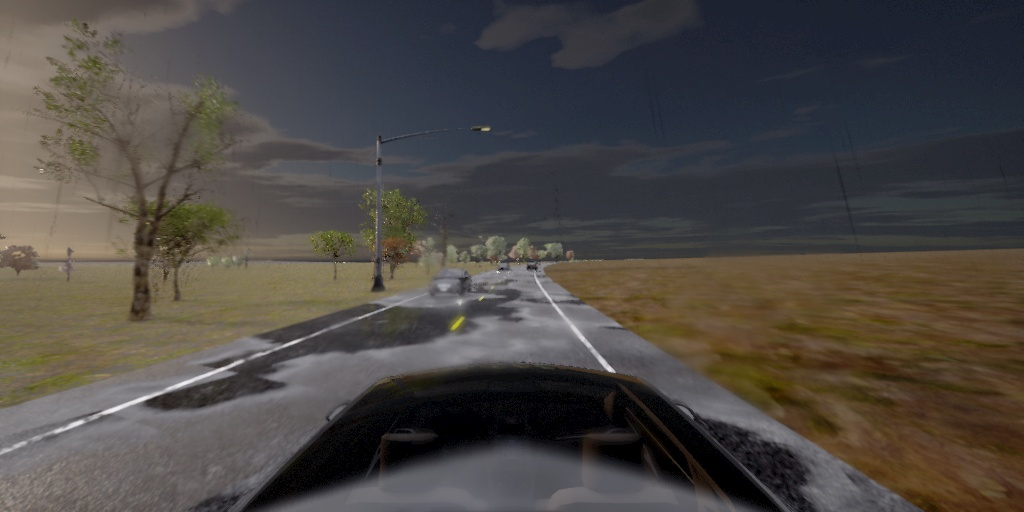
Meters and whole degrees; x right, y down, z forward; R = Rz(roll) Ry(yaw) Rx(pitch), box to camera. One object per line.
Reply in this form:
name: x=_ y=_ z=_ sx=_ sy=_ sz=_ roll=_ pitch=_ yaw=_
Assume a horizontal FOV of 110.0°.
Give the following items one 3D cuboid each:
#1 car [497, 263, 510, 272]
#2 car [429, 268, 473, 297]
car: x=-1.362 y=1.902 z=61.453 sx=1.837 sy=1.490 sz=4.892 roll=0 pitch=-1 yaw=5
car: x=-3.362 y=1.446 z=20.445 sx=2.128 sy=1.511 sz=4.902 roll=0 pitch=-1 yaw=1
